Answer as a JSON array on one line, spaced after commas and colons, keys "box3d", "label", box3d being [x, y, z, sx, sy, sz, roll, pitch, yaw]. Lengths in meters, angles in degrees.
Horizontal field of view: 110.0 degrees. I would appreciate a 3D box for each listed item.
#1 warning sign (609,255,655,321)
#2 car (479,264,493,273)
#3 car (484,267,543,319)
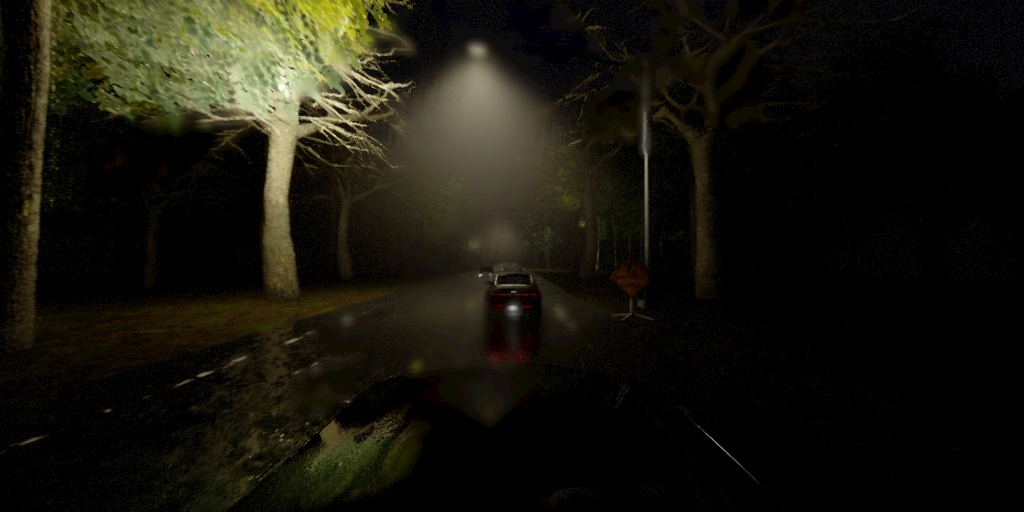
[{"box3d": [3.554, 0.909, 10.593, 1.300, 1.860, 1.060, 0, 0, 0], "label": "warning sign"}, {"box3d": [-3.567, 1.724, 50.034, 1.895, 1.301, 4.718, 0, -1, 0], "label": "car"}, {"box3d": [0.072, 1.314, 13.007, 1.837, 1.490, 4.892, 0, 0, 0], "label": "car"}]
